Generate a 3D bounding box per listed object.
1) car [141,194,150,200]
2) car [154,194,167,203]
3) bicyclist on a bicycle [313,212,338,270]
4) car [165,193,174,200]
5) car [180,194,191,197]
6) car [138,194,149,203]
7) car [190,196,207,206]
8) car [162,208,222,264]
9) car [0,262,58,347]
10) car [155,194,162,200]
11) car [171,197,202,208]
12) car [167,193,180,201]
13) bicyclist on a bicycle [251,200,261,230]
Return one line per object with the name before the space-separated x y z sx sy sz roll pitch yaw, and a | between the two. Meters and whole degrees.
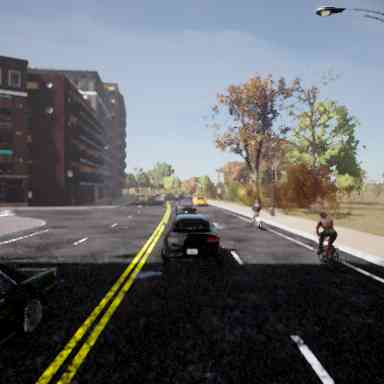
car | -11.747 1.239 84.272 2.128 1.511 4.902 0 0 -7
car | -6.710 1.526 68.544 1.895 1.301 4.718 0 0 -6
bicyclist on a bicycle | 4.046 1.445 10.075 0.582 1.620 1.656 0 0 -1
car | -6.148 1.146 91.679 2.097 1.767 4.553 0 0 -8
car | -0.845 1.439 74.948 2.128 1.511 4.902 0 0 -6
car | -9.939 1.411 68.169 1.882 1.535 5.008 0 0 -6
car | 1.221 1.424 53.608 1.882 1.535 5.008 0 0 -4
car | -0.028 1.517 11.699 1.812 1.442 4.674 0 0 -1
car | -3.375 1.599 3.844 1.895 1.301 4.718 0 0 0
car | -8.523 1.210 84.677 1.837 1.490 4.892 0 0 -7
car | -0.581 1.467 29.779 2.128 1.511 4.902 0 0 -2
car | -4.890 1.428 81.739 2.128 1.511 4.902 0 0 -7
bicyclist on a bicycle | 3.825 1.353 19.966 0.659 1.776 1.843 0 0 -2
